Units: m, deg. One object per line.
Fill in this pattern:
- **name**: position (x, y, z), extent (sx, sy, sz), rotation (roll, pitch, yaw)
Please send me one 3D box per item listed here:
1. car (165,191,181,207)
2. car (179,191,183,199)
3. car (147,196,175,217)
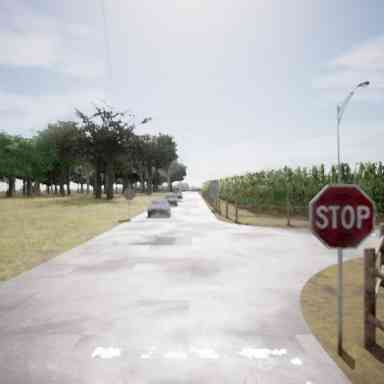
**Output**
- **car**: position (-2.783, 1.054, 43.132), extent (1.837, 1.490, 4.892), rotation (0, 1, 0)
- **car**: position (-2.683, 0.600, 62.616), extent (1.837, 1.490, 4.892), rotation (0, 1, 1)
- **car**: position (-2.764, 1.334, 28.887), extent (2.033, 1.411, 5.357), rotation (0, 1, -2)
